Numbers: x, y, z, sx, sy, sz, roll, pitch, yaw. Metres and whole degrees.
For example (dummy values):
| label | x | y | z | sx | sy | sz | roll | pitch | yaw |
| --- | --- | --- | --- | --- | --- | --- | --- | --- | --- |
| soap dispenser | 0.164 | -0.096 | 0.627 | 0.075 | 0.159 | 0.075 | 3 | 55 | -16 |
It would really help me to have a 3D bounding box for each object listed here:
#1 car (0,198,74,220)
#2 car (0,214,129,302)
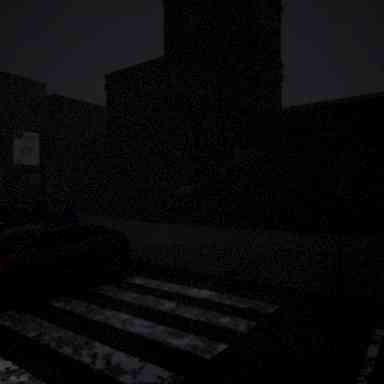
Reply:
| label | x | y | z | sx | sy | sz | roll | pitch | yaw |
| --- | --- | --- | --- | --- | --- | --- | --- | --- | --- |
| car | -5.909 | 1.217 | 9.535 | 2.435 | 2.045 | 5.566 | 0 | 0 | 36 |
| car | -3.646 | 1.502 | 7.920 | 2.163 | 1.488 | 4.792 | 0 | 0 | 36 |
